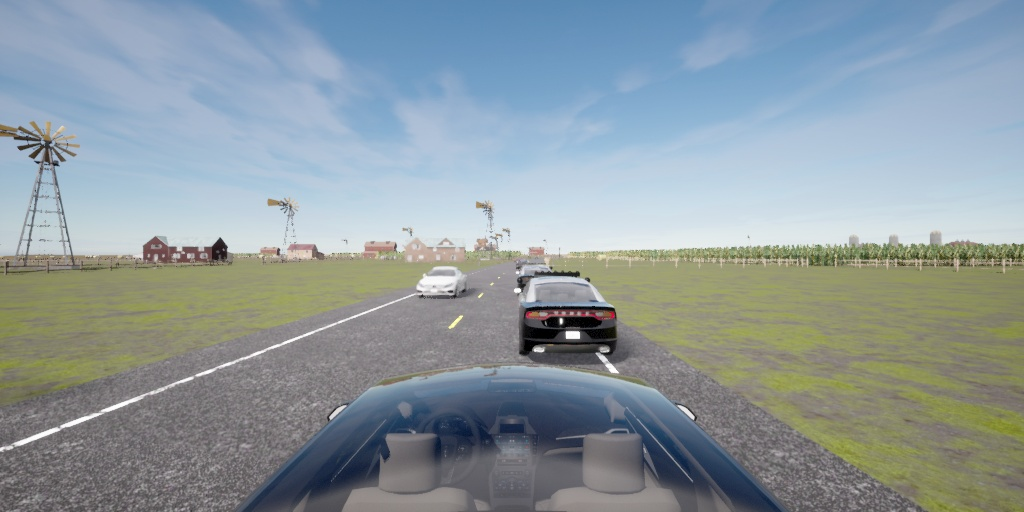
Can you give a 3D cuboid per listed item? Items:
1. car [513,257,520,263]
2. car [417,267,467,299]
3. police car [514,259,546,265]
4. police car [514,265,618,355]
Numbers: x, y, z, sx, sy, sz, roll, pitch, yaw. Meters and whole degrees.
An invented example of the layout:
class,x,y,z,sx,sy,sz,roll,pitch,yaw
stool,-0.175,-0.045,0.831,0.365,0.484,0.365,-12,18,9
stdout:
class,x,y,z,sx,sy,sz,roll,pitch,yaw
car,1.595,1.207,53.944,2.128,1.511,4.902,0,0,4
car,-3.418,1.274,18.234,1.812,1.442,4.674,0,0,1
police car,1.226,1.172,18.806,1.930,1.638,5.238,0,0,1
police car,1.084,1.175,8.837,1.930,1.638,5.238,0,0,1
